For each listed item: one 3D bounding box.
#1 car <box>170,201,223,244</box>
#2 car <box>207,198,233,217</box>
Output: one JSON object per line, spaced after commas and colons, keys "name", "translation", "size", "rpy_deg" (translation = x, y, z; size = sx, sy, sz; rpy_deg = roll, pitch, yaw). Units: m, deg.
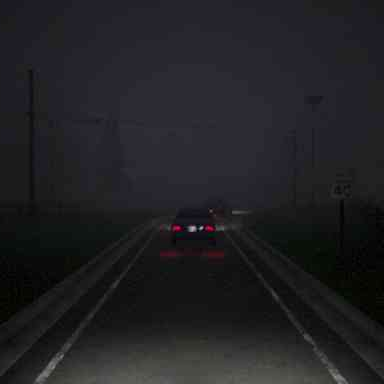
{"name": "car", "translation": [0.110, 1.357, 14.689], "size": [2.033, 1.411, 5.357], "rpy_deg": [0, 1, 2]}
{"name": "car", "translation": [2.070, 1.175, 27.185], "size": [1.812, 1.442, 4.674], "rpy_deg": [0, 1, 17]}
